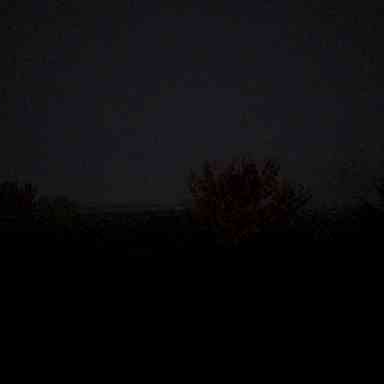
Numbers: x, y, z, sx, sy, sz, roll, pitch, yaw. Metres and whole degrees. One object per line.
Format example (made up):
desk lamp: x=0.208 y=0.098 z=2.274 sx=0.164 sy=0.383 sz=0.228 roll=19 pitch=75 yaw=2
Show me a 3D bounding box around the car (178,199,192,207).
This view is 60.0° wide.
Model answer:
car: x=-0.485 y=2.026 z=60.575 sx=2.128 sy=1.511 sz=4.902 roll=-1 pitch=-1 yaw=36
